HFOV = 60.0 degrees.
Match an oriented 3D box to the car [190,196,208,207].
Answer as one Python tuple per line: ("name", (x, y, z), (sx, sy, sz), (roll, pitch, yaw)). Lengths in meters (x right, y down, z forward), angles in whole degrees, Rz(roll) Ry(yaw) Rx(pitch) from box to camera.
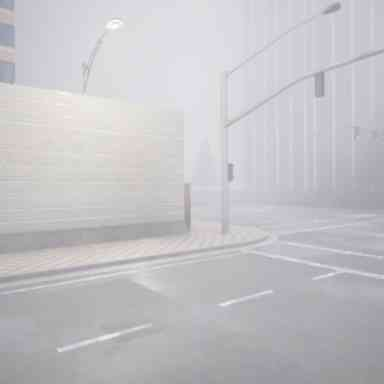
("car", (0.288, 1.282, 45.334), (1.994, 1.385, 4.181), (-1, 0, -36))
